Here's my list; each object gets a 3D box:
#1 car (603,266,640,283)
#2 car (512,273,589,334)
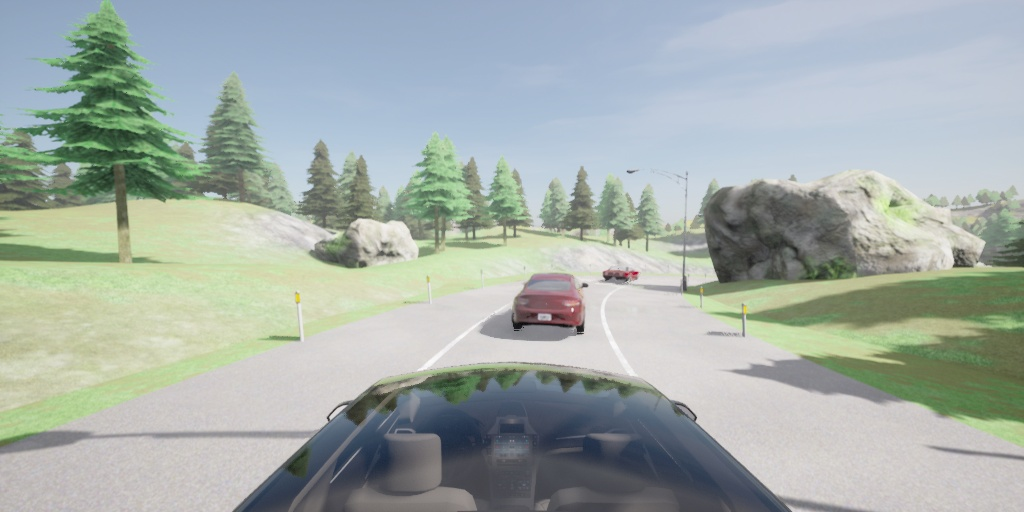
[{"bbox_3d":[9.174,1.482,29.796,1.895,1.301,4.718,3,0,33],"label":"car"},{"bbox_3d":[1.197,1.202,10.381,1.812,1.442,4.674,1,1,11],"label":"car"}]
